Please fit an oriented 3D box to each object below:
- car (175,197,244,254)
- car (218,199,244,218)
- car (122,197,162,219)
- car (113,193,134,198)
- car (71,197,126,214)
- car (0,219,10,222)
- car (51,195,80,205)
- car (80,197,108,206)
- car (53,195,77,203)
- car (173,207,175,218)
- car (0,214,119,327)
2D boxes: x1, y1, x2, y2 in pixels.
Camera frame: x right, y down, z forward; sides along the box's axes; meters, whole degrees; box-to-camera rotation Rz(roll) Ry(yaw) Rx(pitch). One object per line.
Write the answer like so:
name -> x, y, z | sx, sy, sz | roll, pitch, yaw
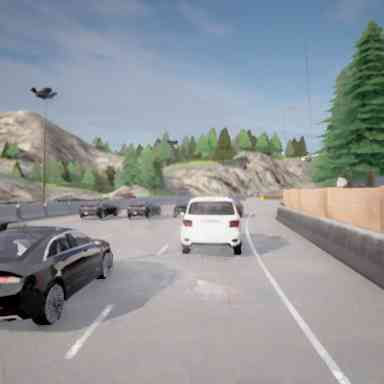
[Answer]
car -> 0.874, 1.207, 13.611 | 2.150, 2.045, 5.566 | 0, 0, 6
car -> 3.721, 1.451, 30.893 | 1.882, 1.535, 5.008 | 0, 0, 12
car -> -3.975, 1.439, 28.289 | 2.128, 1.511, 4.902 | 0, 0, 11
car -> -11.442, 1.107, 54.563 | 2.150, 2.045, 5.566 | 0, 0, 20
car -> -7.631, 1.426, 27.772 | 2.128, 1.511, 4.902 | 0, 0, 10
car -> -6.368, 1.562, 11.107 | 1.895, 1.301, 4.718 | 0, 0, 4
car -> -21.657, 1.321, 57.075 | 1.882, 1.535, 5.008 | 0, 0, 19
car -> -15.572, 1.473, 53.267 | 1.895, 1.301, 4.718 | 0, 0, 19
car -> -19.450, 1.459, 52.733 | 1.895, 1.301, 4.718 | 0, 0, 18
car -> -0.296, 1.466, 28.861 | 1.837, 1.490, 4.892 | 0, 0, 11
car -> -3.120, 1.470, 7.006 | 2.128, 1.511, 4.902 | 0, 0, 3
